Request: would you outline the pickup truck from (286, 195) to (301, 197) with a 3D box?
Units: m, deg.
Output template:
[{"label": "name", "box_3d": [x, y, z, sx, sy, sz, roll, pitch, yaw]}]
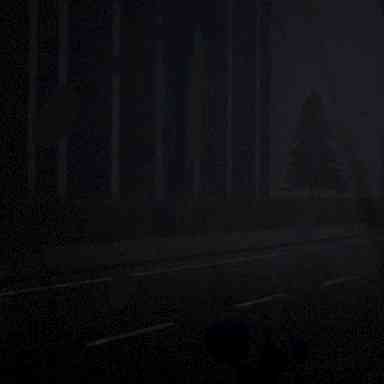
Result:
[{"label": "pickup truck", "box_3d": [22.556, 1.741, 73.391, 2.390, 2.098, 6.274, 1, 0, -6]}]
